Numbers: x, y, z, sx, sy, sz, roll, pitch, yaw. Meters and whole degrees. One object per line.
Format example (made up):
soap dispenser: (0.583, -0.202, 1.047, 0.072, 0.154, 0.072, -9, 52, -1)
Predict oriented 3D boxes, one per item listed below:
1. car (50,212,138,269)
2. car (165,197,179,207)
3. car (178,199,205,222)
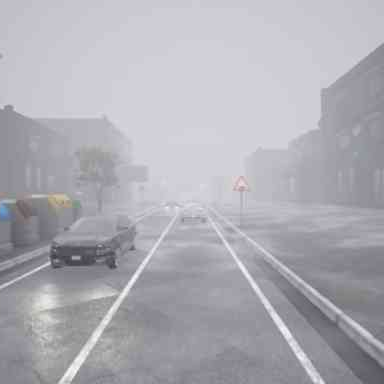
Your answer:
car: (-3.101, 1.484, 11.383, 1.882, 1.535, 5.008, 0, 0, 0)
car: (-3.081, 1.573, 52.163, 1.812, 1.442, 4.674, 0, 0, 0)
car: (0.085, 1.562, 26.697, 1.812, 1.442, 4.674, 0, 0, 0)
